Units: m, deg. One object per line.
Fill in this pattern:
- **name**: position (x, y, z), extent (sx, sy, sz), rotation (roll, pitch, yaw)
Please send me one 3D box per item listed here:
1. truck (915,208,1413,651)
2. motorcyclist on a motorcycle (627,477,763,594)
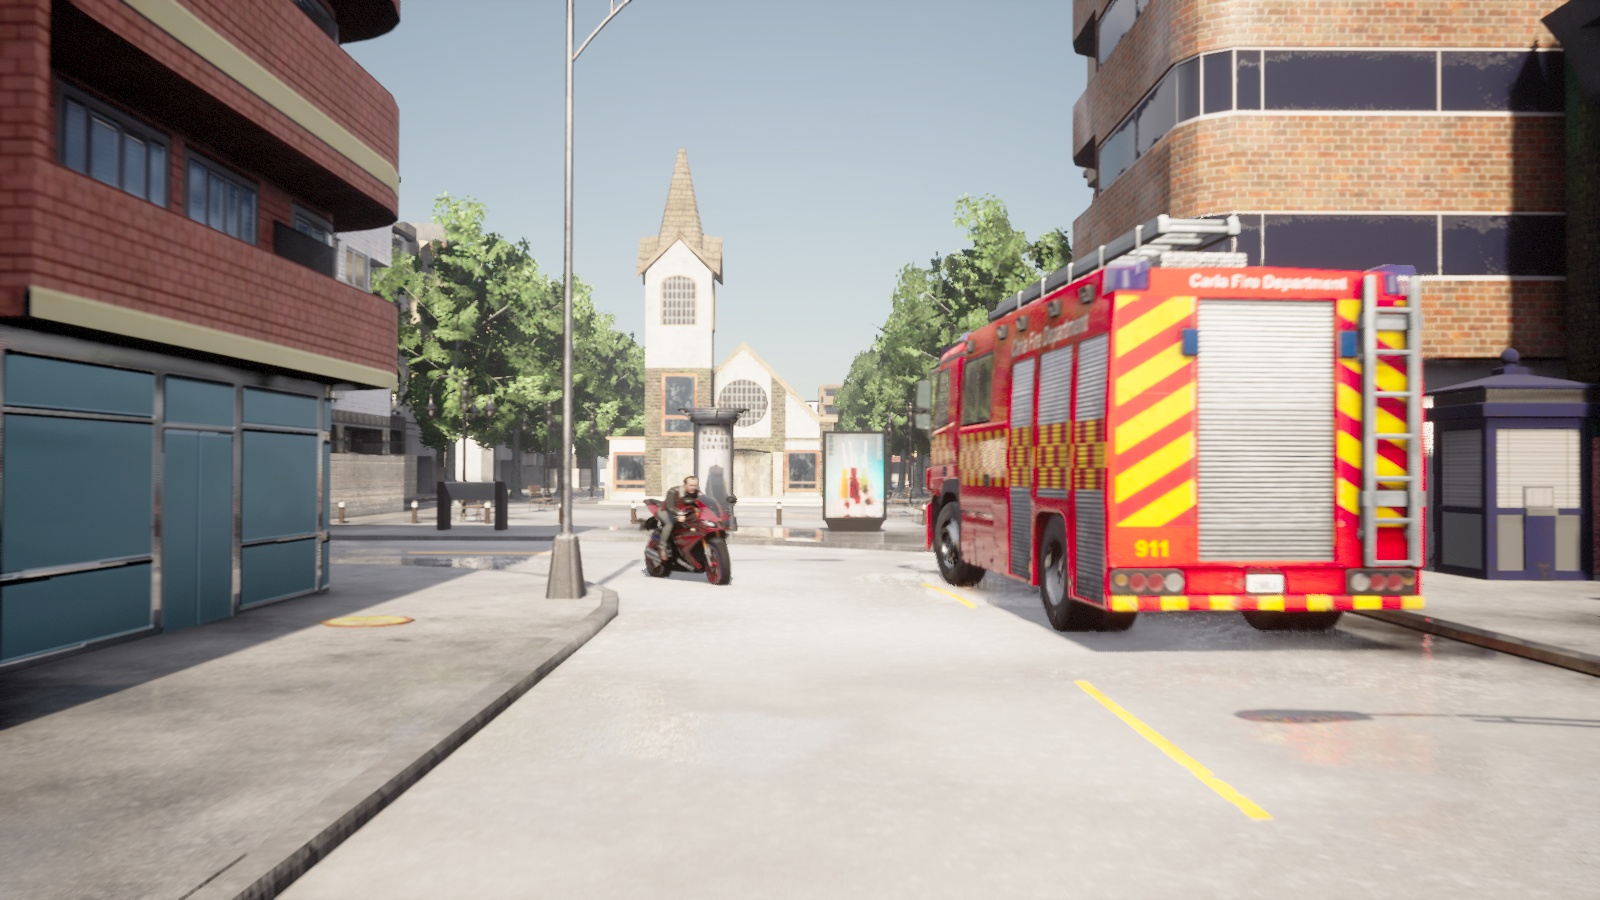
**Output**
- **truck**: position (3.593, -0.109, 15.197), extent (2.891, 3.827, 8.468), rotation (0, -1, -5)
- **motorcyclist on a motorcycle**: position (-1.522, 1.154, 17.736), extent (0.866, 1.530, 2.191), rotation (-1, 0, -36)
